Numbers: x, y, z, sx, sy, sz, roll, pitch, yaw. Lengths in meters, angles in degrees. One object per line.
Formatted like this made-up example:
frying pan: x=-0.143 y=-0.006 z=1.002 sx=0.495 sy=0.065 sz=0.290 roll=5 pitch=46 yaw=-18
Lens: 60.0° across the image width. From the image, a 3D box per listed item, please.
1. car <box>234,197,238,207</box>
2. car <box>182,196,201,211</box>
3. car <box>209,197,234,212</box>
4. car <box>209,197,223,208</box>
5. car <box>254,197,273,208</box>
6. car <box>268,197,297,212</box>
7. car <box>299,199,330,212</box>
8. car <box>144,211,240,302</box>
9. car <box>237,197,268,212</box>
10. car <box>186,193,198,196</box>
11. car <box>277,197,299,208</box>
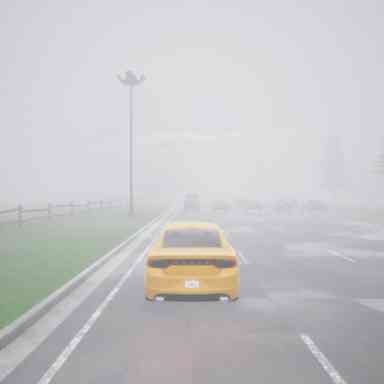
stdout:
car: x=6.993 y=1.491 z=49.405 sx=2.128 sy=1.511 sz=4.902 roll=0 pitch=0 yaw=0
car: x=-0.009 y=1.505 z=38.375 sx=1.837 sy=1.490 sz=4.892 roll=0 pitch=0 yaw=0
car: x=3.498 y=1.564 z=39.646 sx=1.994 sy=1.385 sz=4.181 roll=0 pitch=0 yaw=0
car: x=3.493 y=1.526 z=49.680 sx=1.812 sy=1.442 sz=4.674 roll=0 pitch=0 yaw=0
car: x=10.490 y=1.526 z=49.214 sx=1.812 sy=1.442 sz=4.674 roll=0 pitch=0 yaw=0
car: x=10.496 y=1.526 z=39.162 sx=1.812 sy=1.442 sz=4.674 roll=0 pitch=0 yaw=0
car: x=13.989 y=1.547 z=38.220 sx=2.033 sy=1.411 sz=5.357 roll=0 pitch=0 yaw=0
car: x=-0.002 y=1.478 z=8.351 sx=1.882 sy=1.535 sz=5.008 roll=0 pitch=0 yaw=0
car: x=6.997 y=1.547 z=39.083 sx=2.033 sy=1.411 sz=5.357 roll=0 pitch=0 yaw=0
car: x=-0.013 y=1.221 z=48.807 sx=2.150 sy=2.045 sz=5.566 roll=0 pitch=0 yaw=0
car: x=13.988 y=1.505 z=48.825 sx=1.837 sy=1.490 sz=4.892 roll=0 pitch=0 yaw=0
